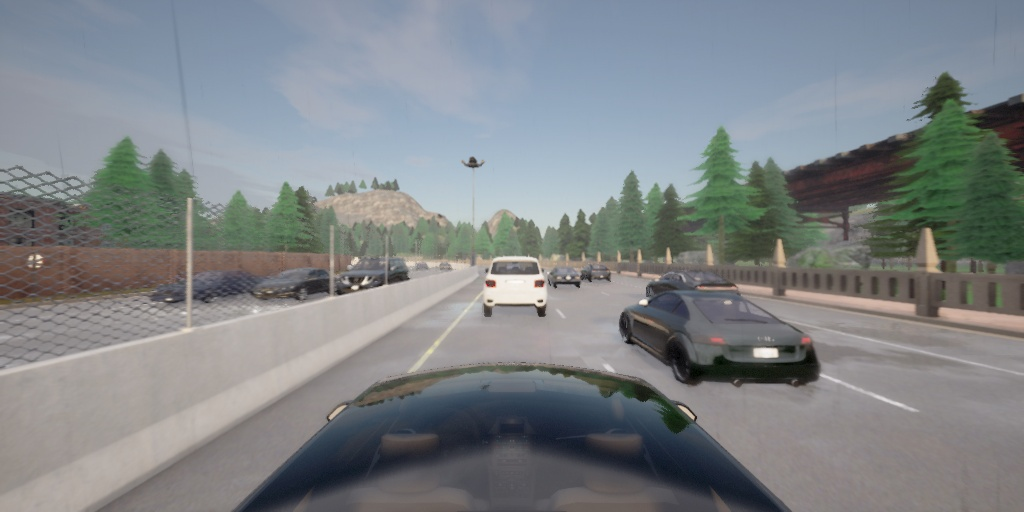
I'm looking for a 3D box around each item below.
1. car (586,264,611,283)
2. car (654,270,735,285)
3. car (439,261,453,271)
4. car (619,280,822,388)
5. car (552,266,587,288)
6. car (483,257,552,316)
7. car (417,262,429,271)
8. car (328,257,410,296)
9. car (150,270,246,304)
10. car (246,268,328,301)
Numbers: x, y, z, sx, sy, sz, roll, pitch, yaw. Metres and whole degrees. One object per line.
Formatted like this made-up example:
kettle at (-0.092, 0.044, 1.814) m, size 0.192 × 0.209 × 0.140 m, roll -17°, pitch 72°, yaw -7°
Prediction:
car at (7.079, 1.440, 30.790) m, size 2.128 × 1.511 × 4.902 m, roll 0°, pitch 0°, yaw -1°
car at (7.105, 1.331, 14.624) m, size 2.128 × 1.511 × 4.902 m, roll 0°, pitch 0°, yaw 0°
car at (-10.577, 1.620, 57.481) m, size 2.128 × 1.511 × 4.902 m, roll 0°, pitch 0°, yaw -14°
car at (3.593, 1.351, 7.075) m, size 1.994 × 1.385 × 4.181 m, roll 0°, pitch 0°, yaw 0°
car at (3.611, 1.459, 25.424) m, size 2.033 × 1.411 × 5.357 m, roll 0°, pitch 0°, yaw 0°
car at (0.105, 1.055, 13.988) m, size 2.150 × 2.045 × 5.566 m, roll 0°, pitch 0°, yaw 0°
car at (-14.939, 1.690, 60.052) m, size 2.033 × 1.411 × 5.357 m, roll 0°, pitch 0°, yaw -17°
car at (-7.094, 1.087, 18.968) m, size 2.150 × 2.045 × 5.566 m, roll 0°, pitch 0°, yaw 0°
car at (-14.092, 1.400, 17.394) m, size 2.033 × 1.411 × 5.357 m, roll 0°, pitch 0°, yaw 0°
car at (-10.598, 1.364, 18.103) m, size 1.837 × 1.490 × 4.892 m, roll 0°, pitch 0°, yaw 0°
